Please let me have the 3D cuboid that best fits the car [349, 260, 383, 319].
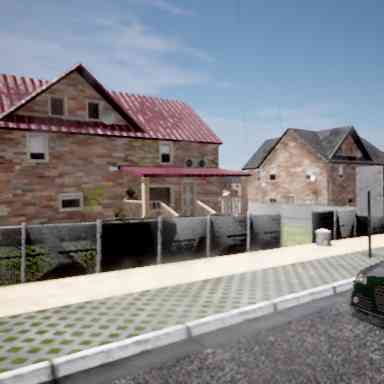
[{"bbox_3d":[4.945,1.611,6.391,4.181,1.385,1.994,0,0,-34],"label":"car"}]
